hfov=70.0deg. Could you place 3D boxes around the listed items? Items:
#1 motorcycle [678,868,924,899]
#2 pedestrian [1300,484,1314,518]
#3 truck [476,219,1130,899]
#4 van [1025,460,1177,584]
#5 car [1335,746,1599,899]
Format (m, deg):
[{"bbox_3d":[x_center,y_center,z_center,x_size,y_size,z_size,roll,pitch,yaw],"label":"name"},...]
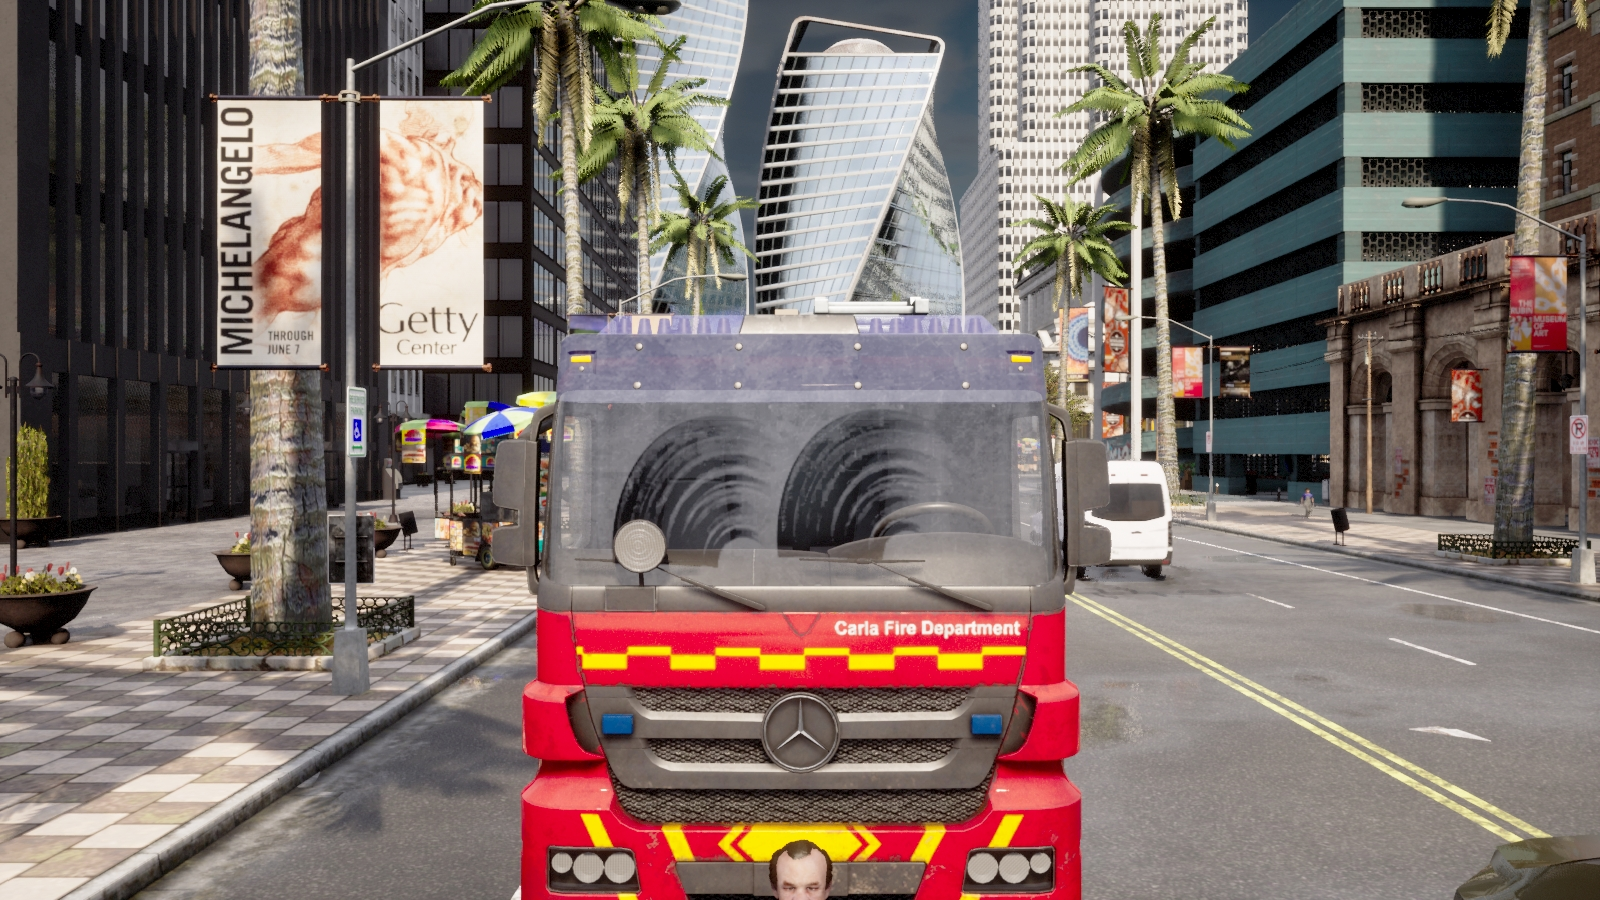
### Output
[{"bbox_3d":[0.003,2.182,3.373,0.856,1.236,1.805,0,0,0],"label":"motorcycle"},{"bbox_3d":[19.634,1.976,44.220,0.375,1.300,0.375,0,0,2],"label":"pedestrian"},{"bbox_3d":[0.019,0.890,9.289,2.891,3.827,8.468,0,0,0],"label":"truck"},{"bbox_3d":[6.933,1.534,27.053,1.988,2.561,5.915,0,0,0],"label":"van"},{"bbox_3d":[3.504,2.061,2.660,2.231,1.480,4.892,0,0,0],"label":"car"}]
